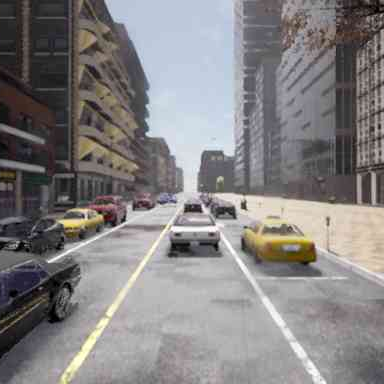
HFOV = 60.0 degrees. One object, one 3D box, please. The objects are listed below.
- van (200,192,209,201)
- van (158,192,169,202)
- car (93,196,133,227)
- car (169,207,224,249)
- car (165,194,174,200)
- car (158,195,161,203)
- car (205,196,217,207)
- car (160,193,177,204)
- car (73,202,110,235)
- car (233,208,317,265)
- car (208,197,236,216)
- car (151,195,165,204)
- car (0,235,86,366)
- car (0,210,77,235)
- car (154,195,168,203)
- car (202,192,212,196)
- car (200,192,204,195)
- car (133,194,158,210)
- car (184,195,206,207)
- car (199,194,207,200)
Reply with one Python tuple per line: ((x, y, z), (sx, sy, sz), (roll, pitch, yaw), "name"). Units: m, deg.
((2.691, 0.991, 72.432), (1.690, 1.788, 3.998), (1, 0, 0), "van")
((-5.688, 1.017, 66.862), (1.690, 1.788, 3.998), (1, 0, 0), "van")
((-5.679, 1.204, 22.305), (2.192, 1.841, 5.009), (1, 0, 0), "car")
((0.098, 1.530, 14.052), (1.895, 1.301, 4.718), (0, 0, 0), "car")
((-5.694, 1.149, 83.570), (2.008, 1.369, 4.403), (1, 0, 0), "car")
((-5.688, 1.325, 44.584), (1.887, 1.381, 4.507), (1, 0, 0), "car")
((2.695, 1.385, 33.445), (2.008, 1.369, 4.403), (1, 0, 0), "car")
((-3.008, 0.971, 45.630), (1.882, 1.535, 5.008), (0, 0, 0), "car")
((-5.682, 1.442, 16.566), (1.752, 1.417, 4.829), (1, 0, 0), "car")
((2.699, 1.468, 11.338), (1.752, 1.417, 4.829), (1, 0, 0), "car")
((2.696, 1.412, 27.877), (2.008, 1.369, 4.403), (1, 0, 0), "car")
((-5.690, 1.294, 55.723), (1.947, 1.339, 4.313), (1, 0, 0), "car")
((-3.102, 1.578, 4.331), (1.895, 1.301, 4.718), (0, 0, 0), "car")
((-5.681, 1.509, 11.167), (1.947, 1.339, 4.313), (1, 0, 0), "car")
((-5.691, 1.253, 61.293), (2.008, 1.369, 4.403), (1, 0, 0), "car")
((2.694, 1.221, 44.583), (1.967, 1.590, 4.097), (1, 0, 0), "car")
((2.693, 1.168, 55.723), (1.967, 1.590, 4.097), (1, 0, 0), "car")
((-5.683, 1.123, 39.013), (2.192, 1.841, 5.009), (1, 0, 0), "car")
((0.093, 1.380, 33.929), (2.033, 1.411, 5.357), (0, 0, 0), "car")
((2.685, 1.180, 83.571), (1.802, 1.307, 4.206), (1, 0, 0), "car")
